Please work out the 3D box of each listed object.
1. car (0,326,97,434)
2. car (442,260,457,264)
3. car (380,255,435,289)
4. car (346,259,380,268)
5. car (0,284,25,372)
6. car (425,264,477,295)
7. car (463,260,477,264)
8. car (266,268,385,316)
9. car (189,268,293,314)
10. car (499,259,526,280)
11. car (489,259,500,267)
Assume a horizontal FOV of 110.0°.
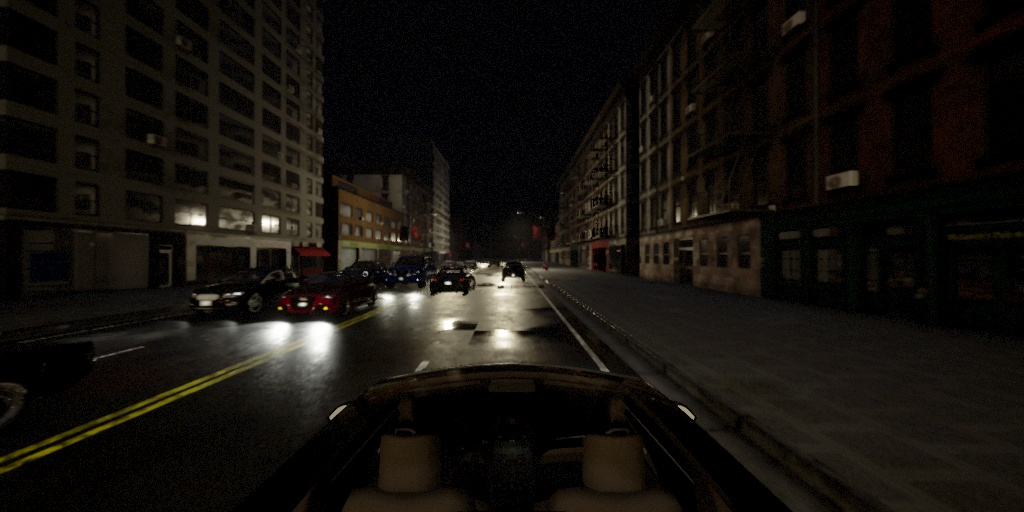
[{"bbox_3d":[-6.578,1.353,2.580,1.895,1.301,4.718,0,0,0],"label":"car"},{"bbox_3d":[-9.792,1.285,55.942,2.033,1.411,5.357,0,0,1],"label":"car"},{"bbox_3d":[-6.496,0.968,23.761,2.150,2.045,5.566,0,0,0],"label":"car"},{"bbox_3d":[-9.746,1.100,23.791,2.097,1.767,4.553,0,0,0],"label":"car"},{"bbox_3d":[-9.821,1.258,4.094,1.837,1.490,4.892,0,0,0],"label":"car"},{"bbox_3d":[-3.148,1.311,19.656,1.994,1.385,4.181,0,0,0],"label":"car"},{"bbox_3d":[-6.546,1.284,55.953,2.033,1.411,5.357,0,0,1],"label":"car"},{"bbox_3d":[-6.510,1.314,13.135,1.994,1.385,4.181,0,0,0],"label":"car"},{"bbox_3d":[-9.748,1.242,13.865,2.128,1.511,4.902,0,0,0],"label":"car"},{"bbox_3d":[0.106,1.248,30.801,1.837,1.490,4.892,0,0,0],"label":"car"},{"bbox_3d":[-3.137,1.239,65.102,1.837,1.490,4.892,0,0,0],"label":"car"}]
